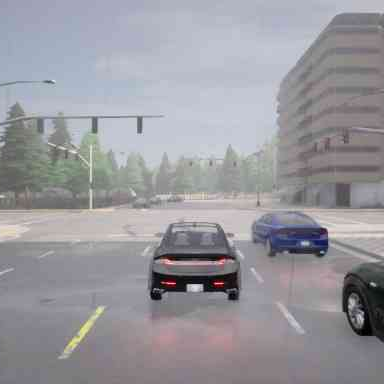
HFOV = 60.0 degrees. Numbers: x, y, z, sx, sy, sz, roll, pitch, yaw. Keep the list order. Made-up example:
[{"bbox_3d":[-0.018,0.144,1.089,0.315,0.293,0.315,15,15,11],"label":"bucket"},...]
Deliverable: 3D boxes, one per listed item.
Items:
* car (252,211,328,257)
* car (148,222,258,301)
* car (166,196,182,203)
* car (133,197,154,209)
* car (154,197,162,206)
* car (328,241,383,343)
[{"bbox_3d":[3.585,1.478,12.987,1.882,1.535,5.008,0,0,0],"label":"car"},{"bbox_3d":[0.067,1.492,8.341,2.128,1.511,4.902,0,0,0],"label":"car"},{"bbox_3d":[-3.578,1.505,68.161,1.837,1.490,4.892,0,0,21],"label":"car"},{"bbox_3d":[-6.986,1.526,46.418,1.812,1.442,4.674,0,0,2],"label":"car"},{"bbox_3d":[-6.369,1.526,56.322,1.812,1.442,4.674,0,0,8],"label":"car"},{"bbox_3d":[3.600,1.352,3.835,2.097,1.767,4.553,0,0,0],"label":"car"}]
